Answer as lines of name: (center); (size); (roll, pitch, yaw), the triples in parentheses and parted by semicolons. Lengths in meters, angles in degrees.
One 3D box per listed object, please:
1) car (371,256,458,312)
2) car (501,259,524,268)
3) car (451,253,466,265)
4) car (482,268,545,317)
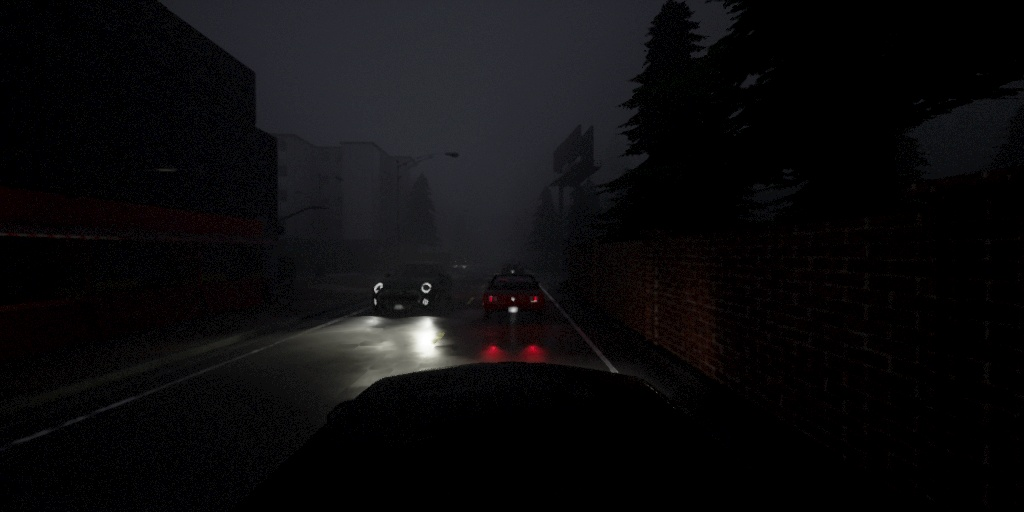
car: (-3.570, 1.007, 13.586); (2.097, 1.767, 4.553); (0, 1, 0)
car: (0.066, 1.002, 30.722); (1.812, 1.442, 4.674); (0, 0, 0)
car: (-9.904, 0.492, 62.598); (2.150, 2.045, 5.566); (0, 0, -30)
car: (0.057, 1.265, 12.680); (1.895, 1.301, 4.718); (0, 0, 0)
